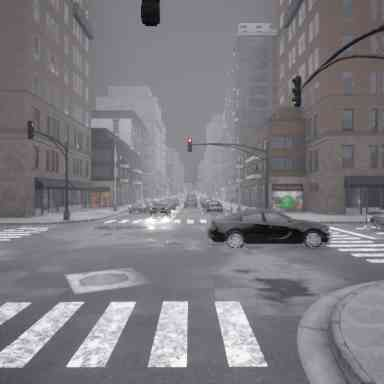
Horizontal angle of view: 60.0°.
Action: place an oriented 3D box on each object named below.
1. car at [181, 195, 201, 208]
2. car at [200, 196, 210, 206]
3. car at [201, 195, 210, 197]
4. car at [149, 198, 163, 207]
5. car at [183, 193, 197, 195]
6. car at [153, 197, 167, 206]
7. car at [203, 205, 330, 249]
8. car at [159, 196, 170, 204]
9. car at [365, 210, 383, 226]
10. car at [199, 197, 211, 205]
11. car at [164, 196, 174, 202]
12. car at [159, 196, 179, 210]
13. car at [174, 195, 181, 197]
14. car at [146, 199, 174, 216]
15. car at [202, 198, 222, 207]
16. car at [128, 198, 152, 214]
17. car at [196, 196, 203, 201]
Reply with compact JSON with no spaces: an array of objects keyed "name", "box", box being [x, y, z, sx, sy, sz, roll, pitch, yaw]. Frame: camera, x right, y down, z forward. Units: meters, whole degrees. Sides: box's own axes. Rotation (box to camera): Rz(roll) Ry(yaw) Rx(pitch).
[{"name":"car","box":[-0.151,1.551,48.740,2.128,1.511,4.902,0,0,0]},{"name":"car","box":[2.386,1.639,47.103,1.802,1.307,4.206,0,0,0]},{"name":"car","box":[2.397,1.634,52.614,1.947,1.339,4.313,0,0,0]},{"name":"car","box":[-5.628,1.650,52.629,1.802,1.307,4.206,0,0,0]},{"name":"car","box":[-0.196,1.342,72.543,2.150,2.045,5.566,0,0,0]},{"name":"car","box":[-5.617,1.631,58.140,2.008,1.369,4.403,0,0,0]},{"name":"car","box":[3.110,1.460,13.858,5.008,1.535,1.882,0,0,0]},{"name":"car","box":[-5.596,1.548,69.162,1.967,1.590,4.097,0,0,0]},{"name":"car","box":[13.384,1.441,20.591,4.902,1.511,2.128,0,0,0]},{"name":"car","box":[2.418,1.644,63.635,2.008,1.369,4.403,0,0,0]},{"name":"car","box":[-5.574,1.690,80.183,2.008,1.369,4.403,0,0,0]},{"name":"car","box":[-3.105,1.614,43.438,1.994,1.385,4.181,0,0,1]},{"name":"car","box":[-3.078,1.633,53.397,1.994,1.385,4.181,0,0,0]},{"name":"car","box":[-3.129,1.635,33.460,1.895,1.301,4.718,0,0,0]},{"name":"car","box":[2.364,1.604,36.081,1.947,1.339,4.313,0,0,0]},{"name":"car","box":[-5.661,1.478,36.097,1.967,1.590,4.097,0,0,0]},{"name":"car","box":[2.061,1.693,90.050,1.812,1.442,4.674,0,0,0]}]
